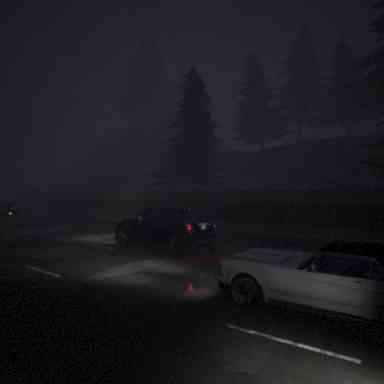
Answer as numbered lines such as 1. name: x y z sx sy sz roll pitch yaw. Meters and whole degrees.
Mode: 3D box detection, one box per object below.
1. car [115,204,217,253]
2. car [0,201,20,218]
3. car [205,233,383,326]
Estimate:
1. car: -1.204 1.369 14.024 4.553 1.767 2.097 0 0 39
2. car: -16.495 1.520 29.106 1.837 1.490 4.892 0 0 -41
3. car: 2.784 1.613 6.346 4.718 1.301 1.895 0 0 37
